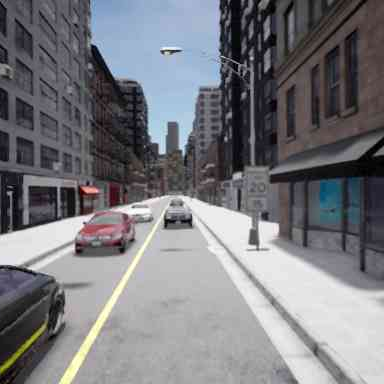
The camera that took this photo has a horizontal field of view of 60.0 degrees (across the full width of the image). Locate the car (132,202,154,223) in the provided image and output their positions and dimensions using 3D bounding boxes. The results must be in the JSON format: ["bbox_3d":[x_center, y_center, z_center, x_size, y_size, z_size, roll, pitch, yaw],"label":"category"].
[{"bbox_3d":[-4.069,1.576,26.463,1.812,1.442,4.674,-1,0,-2],"label":"car"}]

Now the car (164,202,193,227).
[{"bbox_3d":[-0.969,1.617,23.180,1.895,1.301,4.718,-1,0,-3],"label":"car"}]

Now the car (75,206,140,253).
[{"bbox_3d":[-3.480,1.562,14.055,1.812,1.442,4.674,-1,0,-3],"label":"car"}]

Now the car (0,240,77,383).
[{"bbox_3d":[-2.979,1.594,3.755,1.994,1.385,4.181,-1,0,-3],"label":"car"}]

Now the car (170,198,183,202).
[{"bbox_3d":[-2.194,1.622,48.271,1.994,1.385,4.181,-1,0,-3],"label":"car"}]
